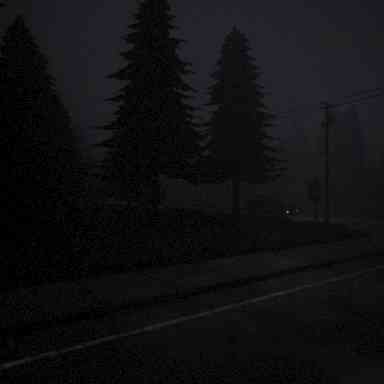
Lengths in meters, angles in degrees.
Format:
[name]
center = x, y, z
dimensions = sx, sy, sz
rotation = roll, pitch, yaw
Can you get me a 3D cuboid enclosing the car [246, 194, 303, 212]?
[car]
center = 7.358, 1.246, 30.377
dimensions = 2.150, 2.045, 5.566
rotation = 0, 0, -33
